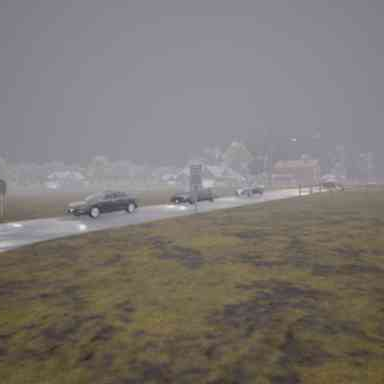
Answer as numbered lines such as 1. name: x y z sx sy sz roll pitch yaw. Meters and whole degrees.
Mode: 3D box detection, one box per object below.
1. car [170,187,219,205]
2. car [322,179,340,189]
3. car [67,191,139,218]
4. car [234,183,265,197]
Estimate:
1. car: 0.363 0.265 29.109 2.033 1.411 5.357 1 3 37
2. car: 22.862 -1.360 54.525 1.882 1.535 5.008 1 3 36
3. car: -5.525 0.711 21.173 1.837 1.490 4.892 1 3 36
4. car: 6.532 -0.296 37.423 2.128 1.511 4.902 1 3 37
